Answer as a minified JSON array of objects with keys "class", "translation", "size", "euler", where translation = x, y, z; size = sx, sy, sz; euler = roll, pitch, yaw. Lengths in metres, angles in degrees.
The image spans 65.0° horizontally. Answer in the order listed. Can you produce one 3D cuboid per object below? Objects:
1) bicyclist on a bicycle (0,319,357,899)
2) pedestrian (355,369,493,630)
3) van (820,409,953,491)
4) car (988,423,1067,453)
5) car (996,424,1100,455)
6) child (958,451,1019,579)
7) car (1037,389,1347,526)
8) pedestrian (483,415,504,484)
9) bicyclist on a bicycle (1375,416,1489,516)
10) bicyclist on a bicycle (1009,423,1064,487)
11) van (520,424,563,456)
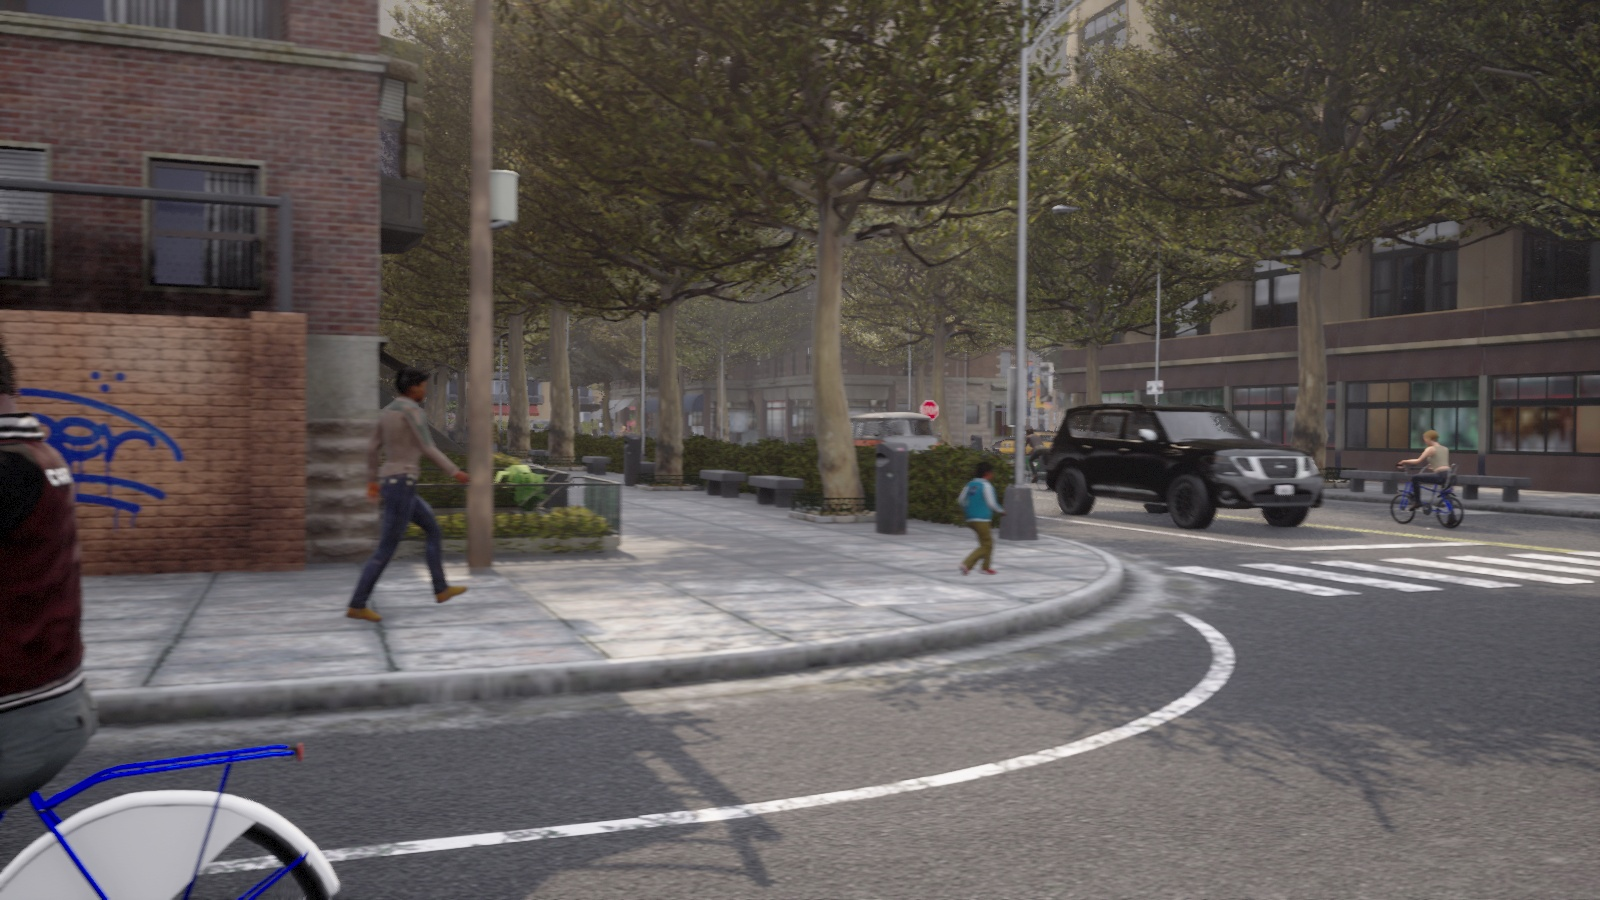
[{"class":"bicyclist on a bicycle","translation":[-1.881,0.648,2.524],"size":[1.843,1.776,0.659],"euler":[-1,1,-21]},{"class":"pedestrian","translation":[-2.705,0.334,9.061],"size":[0.869,1.805,0.328],"euler":[-1,1,-37]},{"class":"van","translation":[2.186,-0.037,33.122],"size":[1.775,1.987,4.442],"euler":[-1,1,-21]},{"class":"car","translation":[12.801,-0.662,70.775],"size":[3.988,1.617,1.851],"euler":[-1,1,-22]},{"class":"car","translation":[13.271,-0.566,67.192],"size":[5.366,1.575,1.801],"euler":[-1,1,-22]},{"class":"child","translation":[1.798,0.608,12.006],"size":[0.448,1.192,0.343],"euler":[-1,1,-23]},{"class":"car","translation":[6.548,0.065,21.831],"size":[2.150,2.045,5.566],"euler":[-1,1,-21]},{"class":"pedestrian","translation":[-8.242,-0.014,33.713],"size":[0.370,1.835,0.726],"euler":[-1,1,-27]},{"class":"bicyclist on a bicycle","translation":[10.582,0.244,21.086],"size":[0.866,1.612,1.509],"euler":[-1,1,-21]},{"class":"bicyclist on a bicycle","translation":[6.122,0.122,32.599],"size":[0.582,1.620,1.656],"euler":[-1,1,-21]},{"class":"van","translation":[-17.153,-0.671,83.232],"size":[2.069,2.038,4.480],"euler":[-1,1,-21]}]
